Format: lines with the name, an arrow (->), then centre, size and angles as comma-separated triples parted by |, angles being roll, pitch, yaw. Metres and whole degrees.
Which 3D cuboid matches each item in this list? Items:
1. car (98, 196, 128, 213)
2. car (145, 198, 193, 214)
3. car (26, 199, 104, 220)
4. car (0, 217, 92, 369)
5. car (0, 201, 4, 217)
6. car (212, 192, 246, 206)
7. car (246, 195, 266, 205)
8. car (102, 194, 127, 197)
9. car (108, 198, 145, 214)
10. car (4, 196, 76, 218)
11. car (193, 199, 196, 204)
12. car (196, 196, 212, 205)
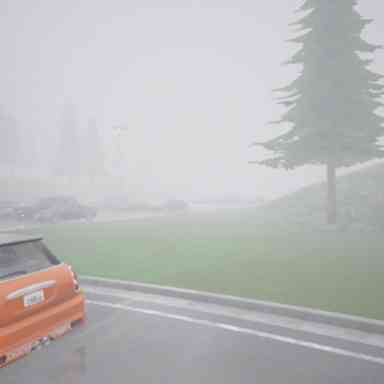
car -> -9.390, 1.581, 37.816 | 2.128, 1.511, 4.902 | -1, 0, 36
car -> -2.357, 1.471, 35.609 | 1.882, 1.535, 5.008 | -1, 1, 36
car -> -9.594, 1.597, 25.557 | 2.128, 1.511, 4.902 | -1, 0, 36
car -> -3.949, 1.399, 5.094 | 4.553, 1.767, 2.097 | -1, 0, 24
car -> -15.074, 1.705, 29.914 | 1.812, 1.442, 4.674 | -1, 0, 36
car -> 5.965, 1.080, 53.058 | 2.150, 2.045, 5.566 | -1, 0, 36
car -> 10.174, 1.307, 52.868 | 1.837, 1.490, 4.892 | -1, 0, 36
car -> -10.448, 1.314, 42.322 | 2.150, 2.045, 5.566 | -1, 1, 36
car -> -6.311, 1.649, 36.100 | 1.895, 1.301, 4.718 | -1, 0, 36
car -> -12.150, 1.362, 27.977 | 2.150, 2.045, 5.566 | -1, 0, 36
car -> 1.955, 1.454, 59.411 | 2.033, 1.411, 5.357 | -1, 0, 36
car -> 3.079, 1.460, 55.037 | 1.994, 1.385, 4.181 | -1, 0, 36
